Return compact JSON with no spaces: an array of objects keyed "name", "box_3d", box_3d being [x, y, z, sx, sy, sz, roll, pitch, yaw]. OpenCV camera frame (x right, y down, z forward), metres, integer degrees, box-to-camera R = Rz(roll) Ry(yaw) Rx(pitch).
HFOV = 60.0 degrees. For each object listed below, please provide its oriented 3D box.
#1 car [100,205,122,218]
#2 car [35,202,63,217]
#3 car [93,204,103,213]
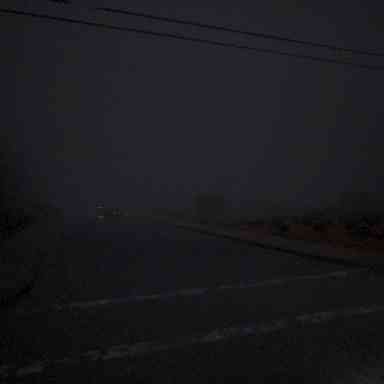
[{"name":"car","box_3d":[-10.061,2.537,42.105,1.994,1.385,4.181,-1,-1,-21]},{"name":"car","box_3d":[-19.908,2.410,46.183,3.866,1.878,1.905,0,-6,27]},{"name":"car","box_3d":[-16.246,2.897,58.474,2.128,1.511,4.902,-1,-1,-21]}]
